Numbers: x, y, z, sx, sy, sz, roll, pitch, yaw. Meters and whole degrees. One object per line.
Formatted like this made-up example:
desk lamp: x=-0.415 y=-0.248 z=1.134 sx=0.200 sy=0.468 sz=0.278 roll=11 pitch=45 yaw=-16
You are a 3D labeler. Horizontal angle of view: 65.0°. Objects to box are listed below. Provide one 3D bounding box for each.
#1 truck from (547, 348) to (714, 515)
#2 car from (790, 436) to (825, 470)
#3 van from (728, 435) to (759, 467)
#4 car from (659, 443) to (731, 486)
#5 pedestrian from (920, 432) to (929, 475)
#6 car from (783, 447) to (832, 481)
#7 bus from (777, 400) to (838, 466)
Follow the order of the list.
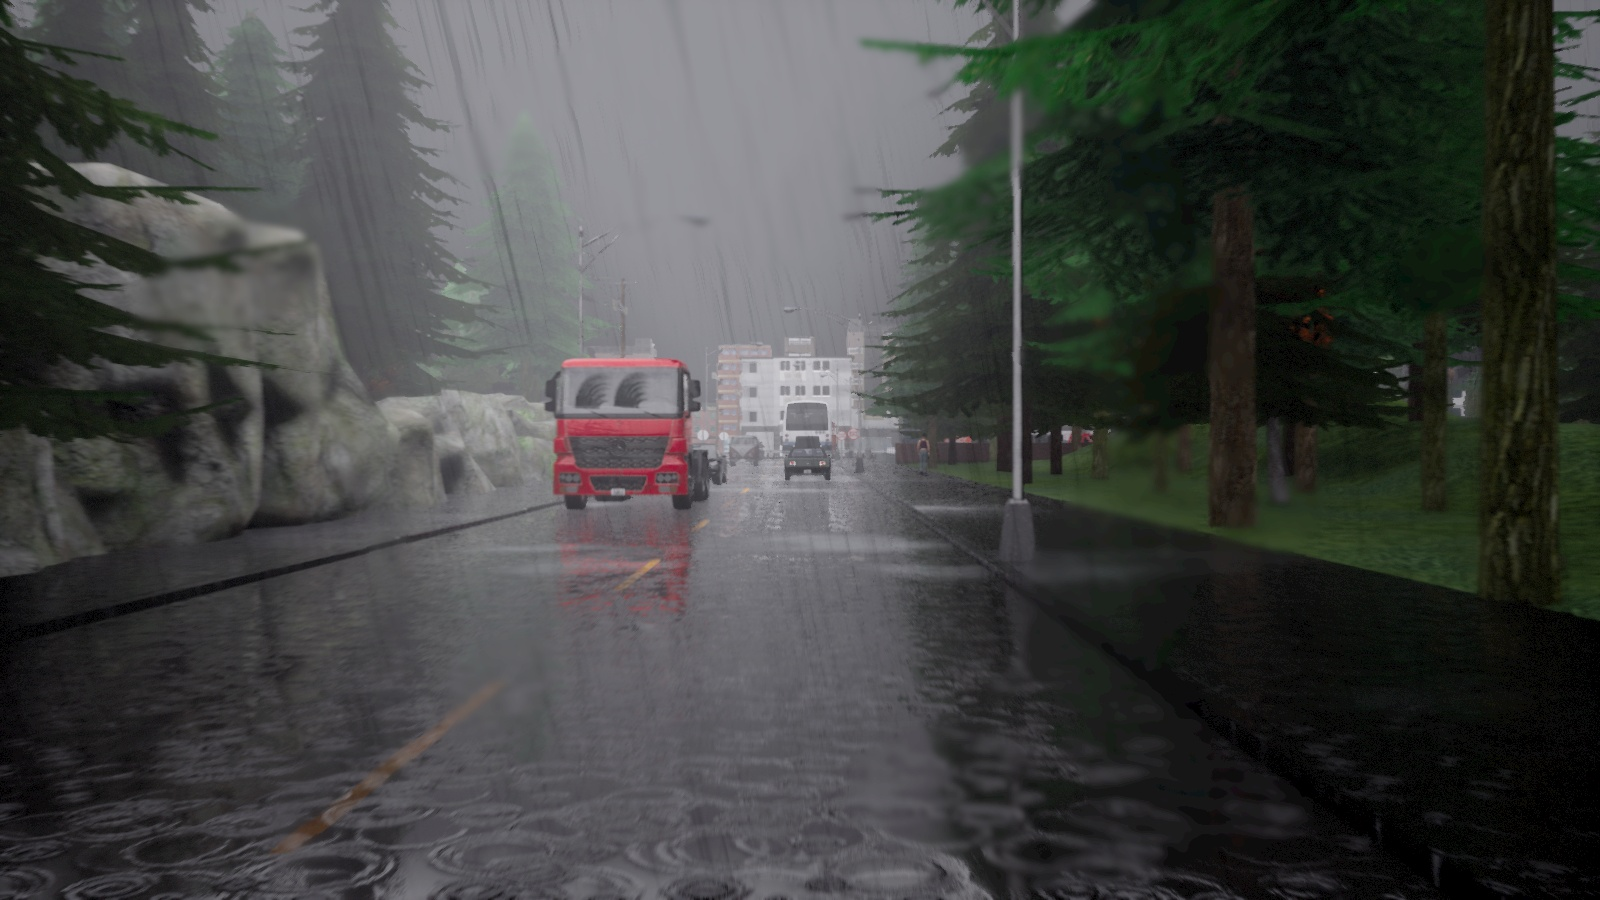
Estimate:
truck: x=-3.812 y=-0.409 z=30.122 sx=2.891 sy=3.462 sz=7.936 roll=0 pitch=0 yaw=0
car: x=0.413 y=0.144 z=70.303 sx=1.905 sy=1.878 sz=3.866 roll=0 pitch=0 yaw=0
van: x=-3.548 y=0.046 z=79.333 sx=1.775 sy=1.987 sz=4.442 roll=0 pitch=0 yaw=0
car: x=-3.726 y=0.486 z=45.298 sx=2.163 sy=1.488 sz=4.792 roll=0 pitch=0 yaw=0
pedestrian: x=5.346 y=0.154 z=53.962 sx=0.345 sy=1.836 sz=0.594 roll=0 pitch=0 yaw=5
car: x=0.311 y=0.553 z=51.684 sx=1.895 sy=1.301 sz=4.718 roll=0 pitch=0 yaw=0
bus: x=0.485 y=-1.122 z=86.676 sx=3.944 sy=4.253 sz=10.273 roll=0 pitch=0 yaw=0
